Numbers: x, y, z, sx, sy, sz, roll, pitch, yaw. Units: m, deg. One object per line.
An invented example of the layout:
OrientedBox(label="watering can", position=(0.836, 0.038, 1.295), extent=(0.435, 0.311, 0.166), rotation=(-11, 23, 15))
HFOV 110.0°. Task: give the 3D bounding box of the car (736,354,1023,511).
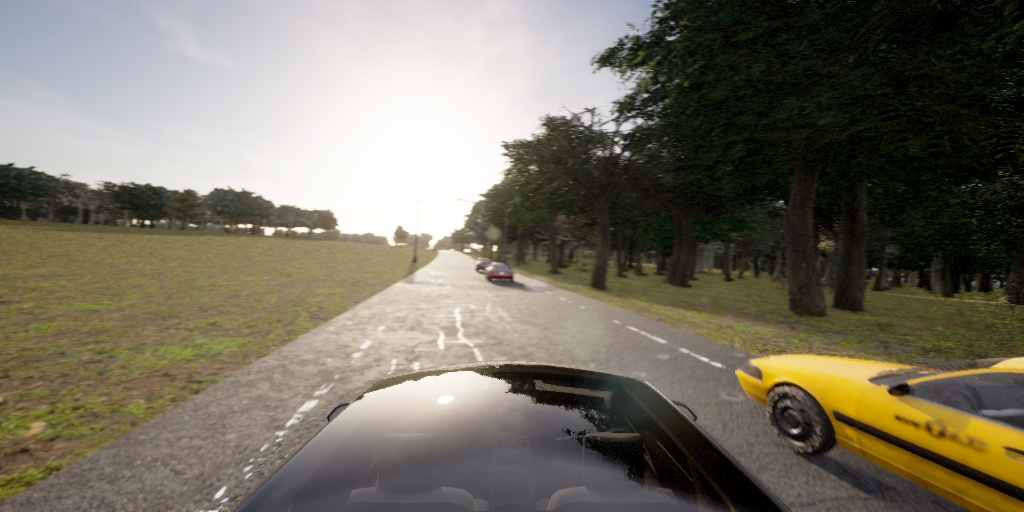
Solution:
OrientedBox(label="car", position=(4.192, 1.392, 2.491), extent=(1.801, 1.575, 5.366), rotation=(3, 0, -9))

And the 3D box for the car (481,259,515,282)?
OrientedBox(label="car", position=(-1.011, 1.188, 27.695), extent=(1.994, 1.385, 4.181), rotation=(3, 0, -9))

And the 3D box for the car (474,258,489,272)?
OrientedBox(label="car", position=(-3.124, 0.979, 39.951), extent=(2.128, 1.511, 4.902), rotation=(3, 0, -9))
